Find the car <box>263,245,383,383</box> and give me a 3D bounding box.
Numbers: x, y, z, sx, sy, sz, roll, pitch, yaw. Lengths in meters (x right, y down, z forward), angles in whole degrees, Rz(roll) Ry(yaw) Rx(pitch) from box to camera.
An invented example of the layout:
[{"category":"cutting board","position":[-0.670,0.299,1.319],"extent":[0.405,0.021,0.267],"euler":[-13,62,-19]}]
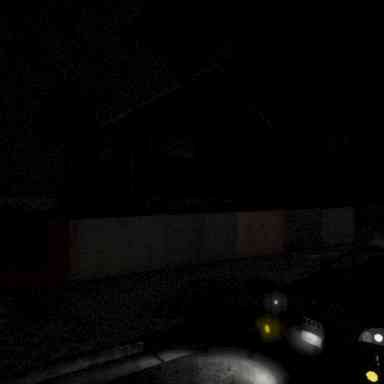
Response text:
[{"category":"car","position":[3.072,1.573,5.101],"extent":[4.181,1.385,1.994],"euler":[0,0,-34]}]
